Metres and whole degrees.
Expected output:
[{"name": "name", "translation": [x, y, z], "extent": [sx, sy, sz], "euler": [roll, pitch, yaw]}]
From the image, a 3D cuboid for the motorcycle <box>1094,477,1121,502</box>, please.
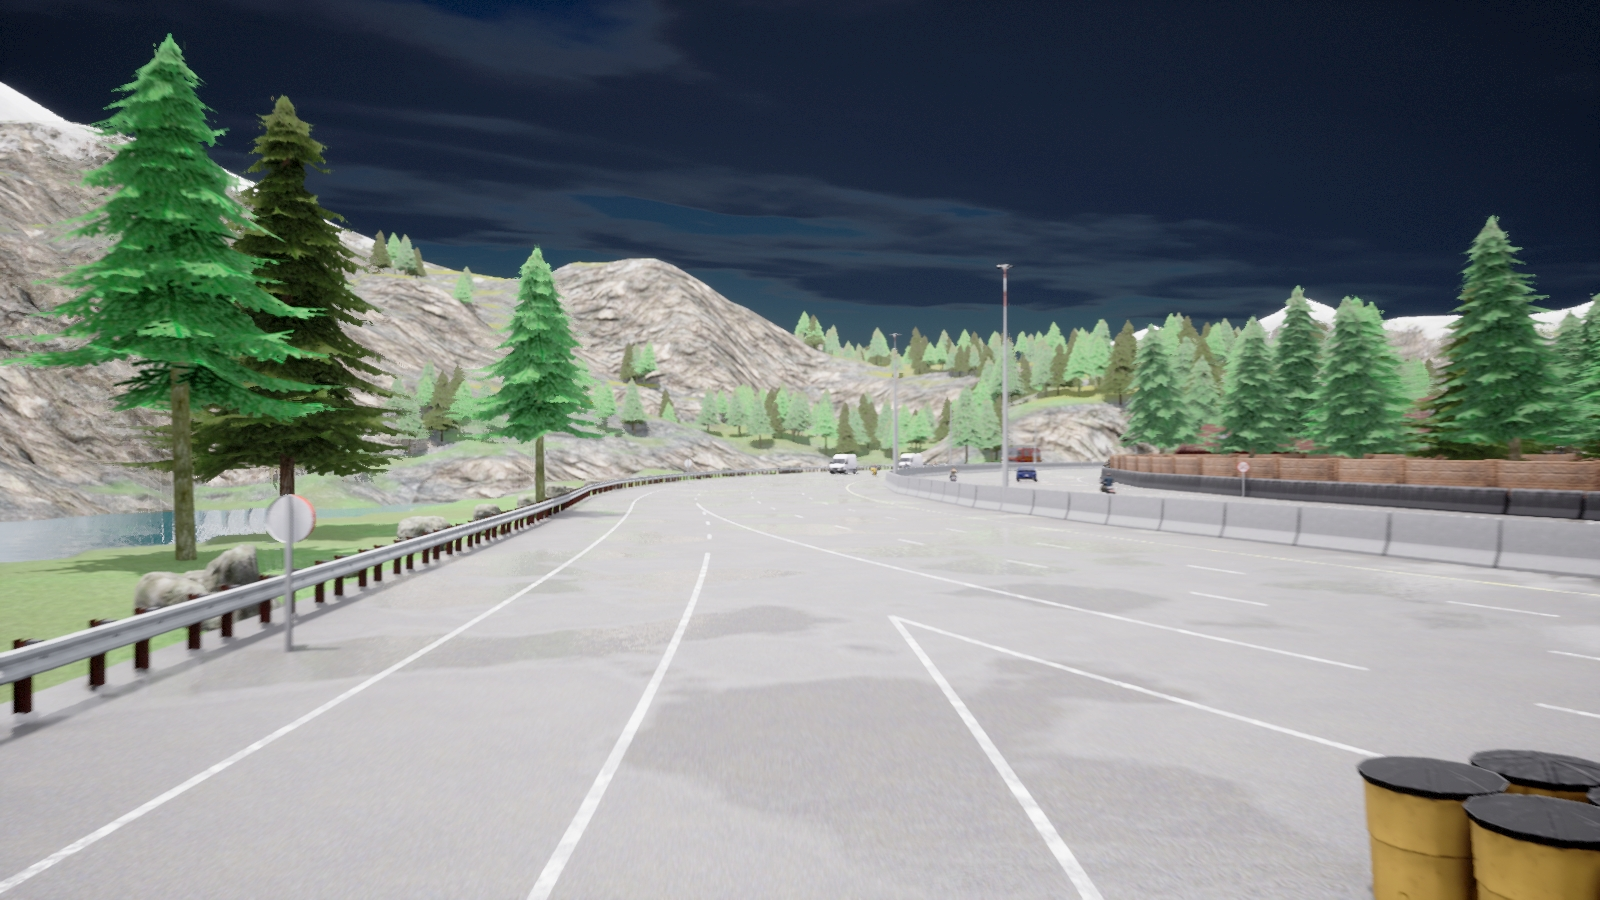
[{"name": "motorcycle", "translation": [17.388, 2.249, 64.698], "extent": [0.856, 1.334, 1.805], "euler": [2, 0, -6]}]
